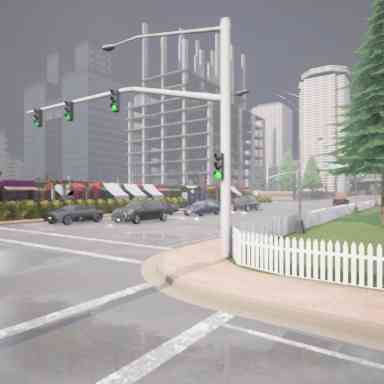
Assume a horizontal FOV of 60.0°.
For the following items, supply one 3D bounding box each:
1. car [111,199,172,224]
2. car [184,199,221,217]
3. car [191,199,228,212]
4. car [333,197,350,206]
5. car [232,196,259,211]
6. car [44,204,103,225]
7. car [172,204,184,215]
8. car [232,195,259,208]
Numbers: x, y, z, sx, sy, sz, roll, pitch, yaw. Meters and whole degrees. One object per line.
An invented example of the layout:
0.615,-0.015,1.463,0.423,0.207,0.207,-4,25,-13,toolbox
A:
-3.902,1.383,25.142,2.097,1.767,4.553,0,0,34,car
1.049,1.557,32.437,1.812,1.442,4.674,0,0,34,car
2.211,1.585,40.415,2.033,1.411,5.357,0,0,34,car
24.088,1.498,53.657,1.882,1.535,5.008,0,0,34,car
6.683,1.536,40.764,1.837,1.490,4.892,0,0,34,car
-8.615,1.601,24.424,1.994,1.385,4.181,0,0,34,car
-3.434,1.584,32.079,2.033,1.411,5.357,0,0,34,car
7.912,1.390,48.769,2.097,1.767,4.553,0,0,35,car
